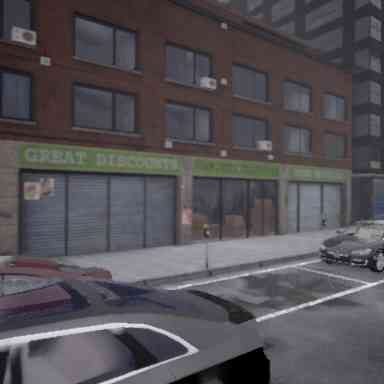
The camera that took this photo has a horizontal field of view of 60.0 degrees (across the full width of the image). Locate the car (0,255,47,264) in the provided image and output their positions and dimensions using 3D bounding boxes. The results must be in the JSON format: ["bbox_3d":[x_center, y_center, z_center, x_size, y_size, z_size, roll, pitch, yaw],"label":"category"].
[{"bbox_3d":[-3.061,1.582,4.467,4.206,1.307,1.802,1,-1,-35],"label":"car"}]

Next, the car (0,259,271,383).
[{"bbox_3d":[-1.585,1.491,2.200,4.902,1.511,2.128,1,0,-35],"label":"car"}]

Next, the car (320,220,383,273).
[{"bbox_3d":[5.984,1.632,10.912,4.403,1.369,2.008,0,0,-35],"label":"car"}]
